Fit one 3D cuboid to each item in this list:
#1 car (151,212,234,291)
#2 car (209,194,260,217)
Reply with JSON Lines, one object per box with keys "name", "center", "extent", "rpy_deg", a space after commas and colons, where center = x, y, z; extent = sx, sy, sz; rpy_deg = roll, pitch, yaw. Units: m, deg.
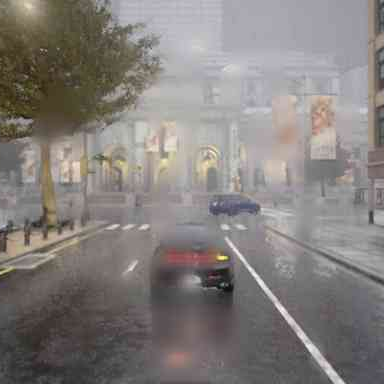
{"name": "car", "center": [0.020, 1.510, 8.985], "extent": [1.837, 1.490, 4.892], "rpy_deg": [0, 0, 0]}
{"name": "car", "center": [4.085, 1.240, 31.424], "extent": [5.566, 2.045, 2.150], "rpy_deg": [0, -1, -42]}
